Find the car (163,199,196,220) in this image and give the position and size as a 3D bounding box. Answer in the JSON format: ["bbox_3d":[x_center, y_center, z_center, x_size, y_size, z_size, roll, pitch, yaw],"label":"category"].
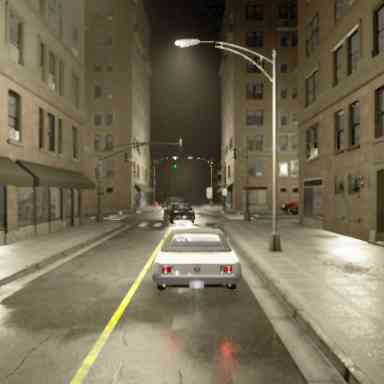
[{"bbox_3d":[-1.102,1.597,25.885,2.128,1.511,4.902,0,0,-14],"label":"car"}]

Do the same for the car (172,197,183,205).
[{"bbox_3d":[-2.770,1.808,65.364,1.837,1.490,4.892,0,0,1],"label":"car"}]

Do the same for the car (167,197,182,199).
[{"bbox_3d":[-2.845,1.559,46.686,2.097,1.767,4.553,0,0,0],"label":"car"}]

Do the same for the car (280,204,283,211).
[{"bbox_3d":[12.266,1.478,36.246,5.009,1.841,2.192,0,0,0],"label":"car"}]

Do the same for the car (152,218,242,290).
[{"bbox_3d":[0.103,1.636,9.104,1.895,1.301,4.718,0,0,0],"label":"car"}]

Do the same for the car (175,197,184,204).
[{"bbox_3d":[-2.752,1.877,75.652,1.812,1.442,4.674,0,0,0],"label":"car"}]

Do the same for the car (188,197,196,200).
[{"bbox_3d":[-0.003,1.954,88.362,2.128,1.511,4.902,0,0,0],"label":"car"}]

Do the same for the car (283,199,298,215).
[{"bbox_3d":[12.235,1.648,33.708,4.892,1.490,1.837,0,0,0],"label":"car"}]
